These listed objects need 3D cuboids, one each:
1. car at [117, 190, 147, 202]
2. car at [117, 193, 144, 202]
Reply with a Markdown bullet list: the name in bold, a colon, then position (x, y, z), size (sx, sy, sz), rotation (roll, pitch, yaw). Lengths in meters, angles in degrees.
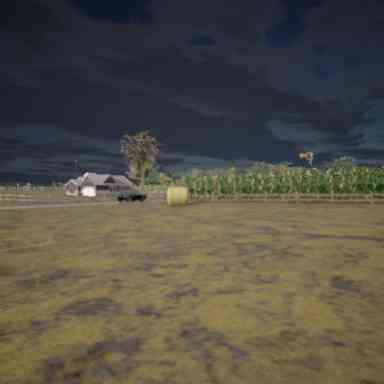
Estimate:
- **car**: position (-10.110, 0.684, 56.040), size (2.150, 2.045, 5.566), rotation (-1, 0, 36)
- **car**: position (-10.967, 1.017, 59.668), size (1.812, 1.442, 4.674), rotation (-1, 0, 36)
